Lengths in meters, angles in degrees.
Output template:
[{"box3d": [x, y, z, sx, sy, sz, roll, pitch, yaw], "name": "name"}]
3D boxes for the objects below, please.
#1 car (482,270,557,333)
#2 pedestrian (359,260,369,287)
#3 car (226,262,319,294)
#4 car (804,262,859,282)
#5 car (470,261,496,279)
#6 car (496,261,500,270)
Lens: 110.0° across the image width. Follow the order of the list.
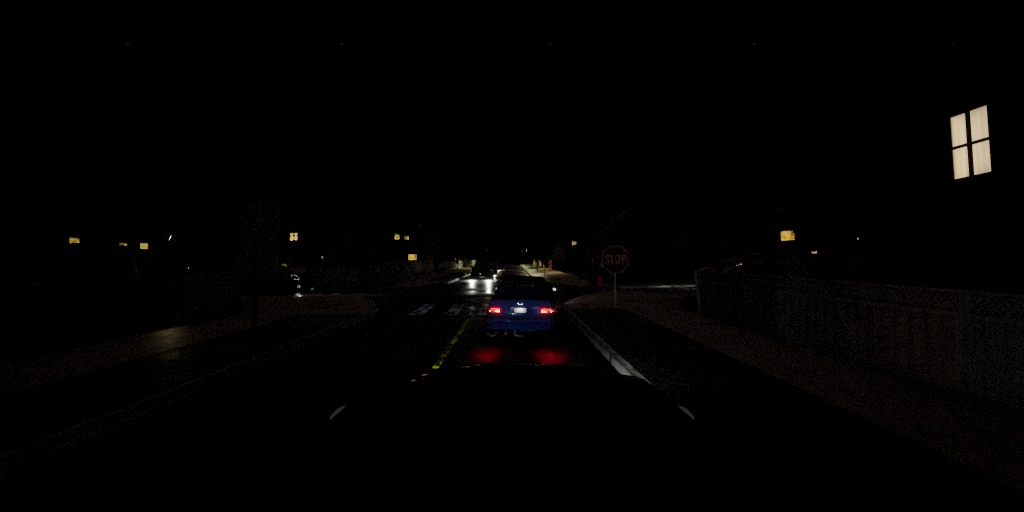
[{"box3d": [0.374, 1.310, 10.810, 2.033, 1.411, 5.357, 0, 0, 4], "name": "car"}, {"box3d": [-9.793, 1.148, 23.671, 0.375, 1.860, 0.375, 0, -3, -1], "name": "pedestrian"}, {"box3d": [-12.189, 1.056, 17.934, 4.553, 1.767, 2.097, 0, -3, 1], "name": "car"}, {"box3d": [20.164, 1.131, 22.121, 5.008, 1.535, 1.882, 0, -3, -15], "name": "car"}, {"box3d": [-2.814, 1.333, 34.174, 1.837, 1.490, 4.892, 0, 0, 0], "name": "car"}, {"box3d": [-2.794, 1.348, 44.371, 1.882, 1.535, 5.008, 0, 0, 0], "name": "car"}]
